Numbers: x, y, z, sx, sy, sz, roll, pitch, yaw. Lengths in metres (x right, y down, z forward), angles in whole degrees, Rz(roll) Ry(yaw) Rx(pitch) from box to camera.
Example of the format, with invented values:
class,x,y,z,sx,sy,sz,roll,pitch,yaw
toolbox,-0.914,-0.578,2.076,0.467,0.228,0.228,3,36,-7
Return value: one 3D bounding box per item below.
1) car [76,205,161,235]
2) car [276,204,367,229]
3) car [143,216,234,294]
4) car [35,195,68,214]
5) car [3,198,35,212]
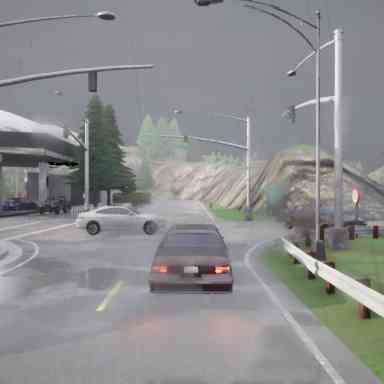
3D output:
class,x,y,z,sx,sy,sz,roll,pitch,yaw
car,-3.644,1.415,17.416,4.674,1.442,1.812,0,0,-1
car,6.572,1.358,17.611,2.033,1.411,5.357,0,0,-19
car,0.033,1.547,8.932,2.033,1.411,5.357,0,0,1
car,-14.595,1.313,35.248,1.905,1.878,3.866,0,0,-1
car,-20.310,1.480,39.515,2.242,1.667,4.611,0,0,-1
